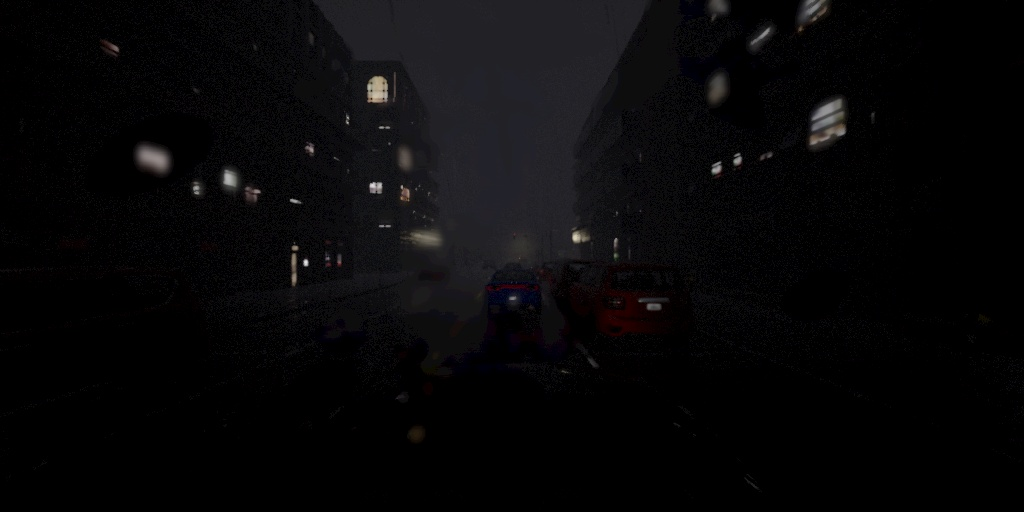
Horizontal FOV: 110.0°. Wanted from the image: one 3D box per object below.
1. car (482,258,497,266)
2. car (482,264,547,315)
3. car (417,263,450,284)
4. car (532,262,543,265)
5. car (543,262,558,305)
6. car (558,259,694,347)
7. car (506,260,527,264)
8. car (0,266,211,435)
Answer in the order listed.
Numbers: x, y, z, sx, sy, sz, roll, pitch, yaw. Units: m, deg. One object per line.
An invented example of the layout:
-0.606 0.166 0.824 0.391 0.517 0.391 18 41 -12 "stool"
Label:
-3.026 1.170 49.771 2.033 1.411 5.357 0 0 1 "car"
0.071 1.190 13.449 1.882 1.535 5.008 0 -1 0 "car"
-5.680 1.220 26.193 1.888 1.381 4.507 0 0 0 "car"
2.700 1.115 26.190 1.967 1.591 4.097 0 0 0 "car"
2.696 1.022 14.862 2.192 1.841 5.009 0 0 0 "car"
2.693 1.040 9.196 2.192 1.841 5.009 0 0 0 "car"
0.082 1.232 29.119 1.994 1.385 4.181 0 0 0 "car"
-5.689 1.058 3.537 2.192 1.841 5.009 0 0 0 "car"
